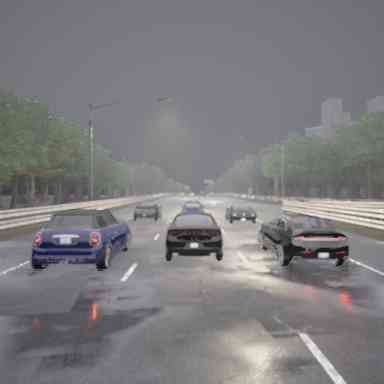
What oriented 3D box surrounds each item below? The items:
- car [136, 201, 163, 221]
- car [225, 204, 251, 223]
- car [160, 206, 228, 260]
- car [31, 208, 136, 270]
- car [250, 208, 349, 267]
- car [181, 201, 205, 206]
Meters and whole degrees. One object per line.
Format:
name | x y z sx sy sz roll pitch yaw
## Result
car | -3.436 1.467 26.496 2.128 1.511 4.902 0 0 0
car | 3.556 1.583 25.008 1.895 1.301 4.718 0 0 0
car | 0.072 1.479 12.497 1.882 1.535 5.008 0 -1 0
car | -3.435 1.351 11.194 2.097 1.767 4.553 0 0 0
car | 3.566 1.493 11.398 2.128 1.511 4.902 0 0 0
car | 0.066 1.496 27.511 1.812 1.442 4.674 0 0 0
